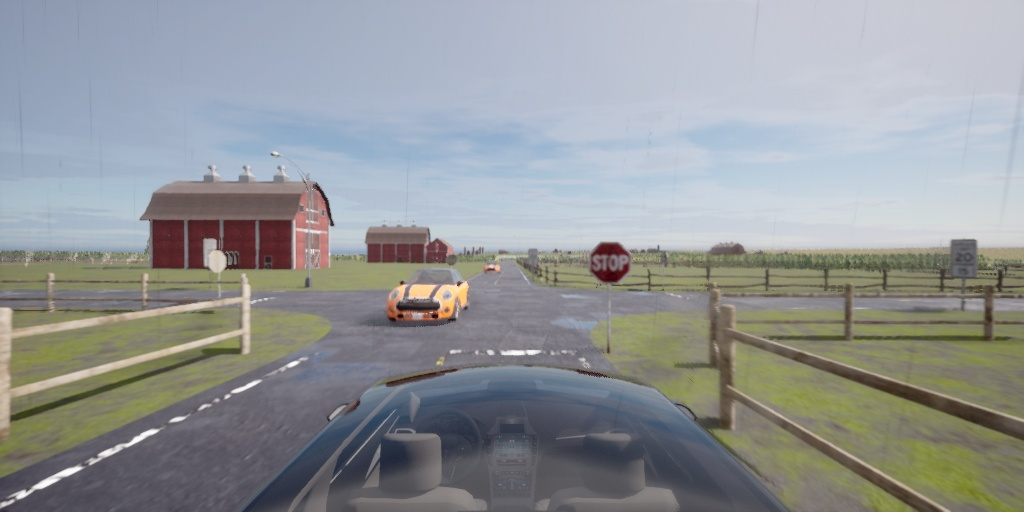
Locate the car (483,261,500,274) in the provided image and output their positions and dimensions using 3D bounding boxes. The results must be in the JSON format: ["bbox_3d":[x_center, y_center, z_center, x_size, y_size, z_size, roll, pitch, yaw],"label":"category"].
[{"bbox_3d":[-2.727,1.488,48.987,2.097,1.767,4.553,0,-1,0],"label":"car"}]

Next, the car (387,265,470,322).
[{"bbox_3d":[-2.739,1.206,12.656,2.097,1.767,4.553,0,-1,0],"label":"car"}]
